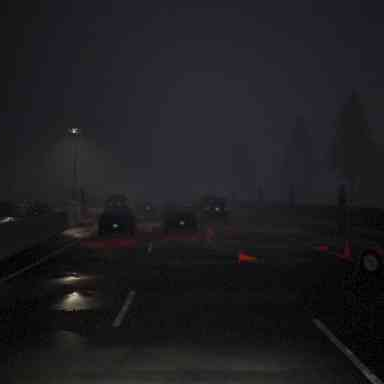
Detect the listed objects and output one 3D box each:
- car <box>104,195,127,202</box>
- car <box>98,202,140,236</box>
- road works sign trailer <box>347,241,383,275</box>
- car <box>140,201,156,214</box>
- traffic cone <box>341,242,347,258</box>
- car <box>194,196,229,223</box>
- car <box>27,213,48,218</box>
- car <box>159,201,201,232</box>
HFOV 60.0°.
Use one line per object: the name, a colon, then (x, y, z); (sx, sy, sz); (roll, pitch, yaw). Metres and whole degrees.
car: (-8.534, 1.392, 37.306); (2.150, 2.045, 5.566); (0, -1, -19)
car: (-4.222, 1.569, 19.337); (1.882, 1.535, 5.008); (0, 0, -8)
road works sign trailer: (6.266, 0.527, 8.864); (2.380, 3.560, 2.880); (0, 0, -22)
car: (-5.513, 1.755, 39.060); (1.994, 1.385, 4.181); (0, 0, -19)
traffic cone: (5.501, 2.031, 11.777); (0.340, 0.580, 0.340); (0, 0, 0)
car: (1.350, 1.371, 27.429); (2.150, 2.045, 5.566); (0, 0, -11)
car: (-14.070, 1.691, 30.807); (1.994, 1.385, 4.181); (0, 0, -17)
car: (-0.922, 1.585, 20.883); (1.882, 1.535, 5.008); (0, 0, -9)
